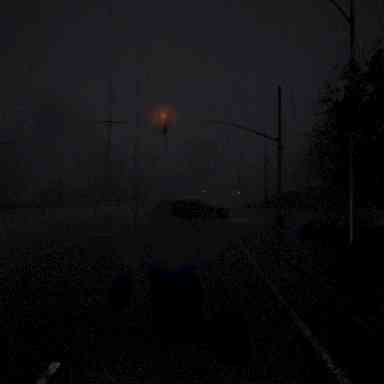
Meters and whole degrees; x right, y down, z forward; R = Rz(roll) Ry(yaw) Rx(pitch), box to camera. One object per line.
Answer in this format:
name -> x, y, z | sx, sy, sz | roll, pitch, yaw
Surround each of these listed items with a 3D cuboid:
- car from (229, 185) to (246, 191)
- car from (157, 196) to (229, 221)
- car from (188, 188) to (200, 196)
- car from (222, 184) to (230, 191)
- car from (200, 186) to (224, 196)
car -> 11.051, -1.020, 77.955 | 1.994, 1.385, 4.181 | 0, 4, 30
car -> 0.080, 1.248, 22.987 | 4.892, 1.490, 1.837 | 0, 1, 3
car -> 0.814, -0.006, 65.874 | 2.128, 1.511, 4.902 | 0, 4, 23
car -> 8.010, -1.091, 79.688 | 1.837, 1.490, 4.892 | 0, 4, 30
car -> 3.894, 0.080, 64.177 | 2.033, 1.411, 5.357 | 0, 4, 23
